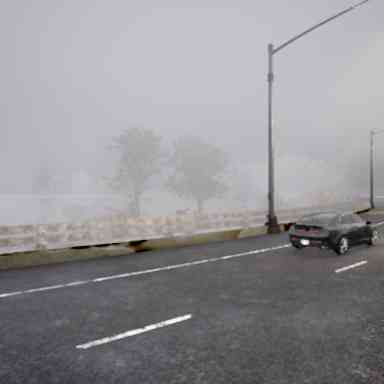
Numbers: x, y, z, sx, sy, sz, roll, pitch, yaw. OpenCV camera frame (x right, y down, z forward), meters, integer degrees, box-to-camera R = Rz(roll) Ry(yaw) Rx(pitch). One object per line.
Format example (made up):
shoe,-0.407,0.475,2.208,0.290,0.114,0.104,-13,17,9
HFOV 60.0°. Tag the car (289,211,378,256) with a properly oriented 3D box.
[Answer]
car,5.787,1.512,13.333,4.892,1.490,1.837,0,0,-42
